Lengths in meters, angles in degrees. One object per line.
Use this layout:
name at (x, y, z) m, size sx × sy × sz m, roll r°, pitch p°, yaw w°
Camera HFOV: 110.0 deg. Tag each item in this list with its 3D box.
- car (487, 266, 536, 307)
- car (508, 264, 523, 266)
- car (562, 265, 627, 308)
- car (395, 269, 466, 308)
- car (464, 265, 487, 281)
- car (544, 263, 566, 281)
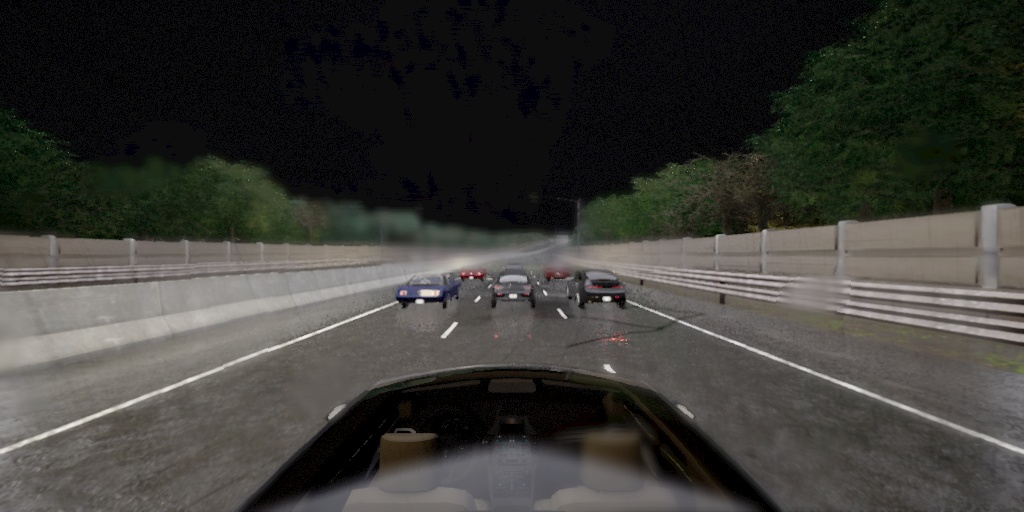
car at (0.080, 1.356, 15.920) m, size 1.812 × 1.442 × 4.674 m, roll 0°, pitch 0°, yaw 1°
car at (0.330, 1.380, 30.409) m, size 2.033 × 1.411 × 5.357 m, roll 0°, pitch 0°, yaw 1°
car at (3.578, 1.340, 15.794) m, size 1.837 × 1.490 × 4.892 m, roll 0°, pitch 0°, yaw 1°
car at (-3.426, 1.429, 15.681) m, size 1.895 × 1.301 × 4.718 m, roll 0°, pitch 0°, yaw 1°
car at (-3.165, 1.431, 30.612) m, size 1.895 × 1.301 × 4.718 m, roll 0°, pitch 0°, yaw 1°
car at (3.847, 1.312, 30.825) m, size 1.882 × 1.535 × 5.008 m, roll 0°, pitch 0°, yaw 2°
